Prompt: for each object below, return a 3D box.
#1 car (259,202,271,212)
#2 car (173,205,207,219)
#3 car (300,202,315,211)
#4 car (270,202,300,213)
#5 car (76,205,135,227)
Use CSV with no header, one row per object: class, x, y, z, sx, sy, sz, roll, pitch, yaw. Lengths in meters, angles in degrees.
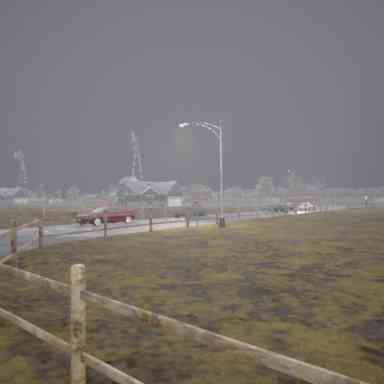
car,12.107,2.378,52.291,2.128,1.511,4.902,-2,-2,36
car,-0.155,2.083,35.275,1.994,1.385,4.181,-2,-2,35
car,19.453,2.456,56.324,1.812,1.442,4.674,-2,-2,36
car,13.436,2.244,47.919,1.837,1.490,4.892,-2,-2,36
car,-6.704,1.811,26.123,1.882,1.535,5.008,-2,-2,36
